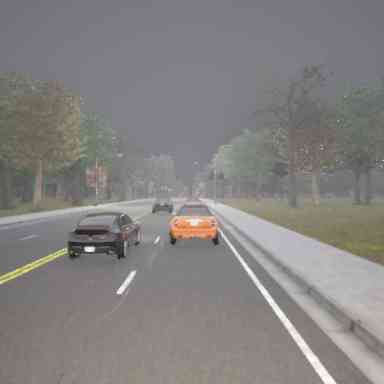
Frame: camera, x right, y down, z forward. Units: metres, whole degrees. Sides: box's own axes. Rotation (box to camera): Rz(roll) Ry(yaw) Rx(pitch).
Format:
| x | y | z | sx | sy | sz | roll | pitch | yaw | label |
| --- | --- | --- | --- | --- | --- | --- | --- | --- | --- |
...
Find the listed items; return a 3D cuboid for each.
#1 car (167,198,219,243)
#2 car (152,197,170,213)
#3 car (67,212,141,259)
| x | y | z | sx | sy | sz | roll | pitch | yaw | label |
| --- | --- | --- | --- | --- | --- | --- | --- | --- | --- |
| 0.102 | 1.362 | 16.140 | 2.097 | 1.767 | 4.553 | 0 | 0 | 0 | car |
| -3.148 | 1.382 | 37.120 | 2.097 | 1.767 | 4.553 | 0 | 0 | 0 | car |
| -3.149 | 1.513 | 12.658 | 1.837 | 1.490 | 4.892 | 0 | 0 | 0 | car |
